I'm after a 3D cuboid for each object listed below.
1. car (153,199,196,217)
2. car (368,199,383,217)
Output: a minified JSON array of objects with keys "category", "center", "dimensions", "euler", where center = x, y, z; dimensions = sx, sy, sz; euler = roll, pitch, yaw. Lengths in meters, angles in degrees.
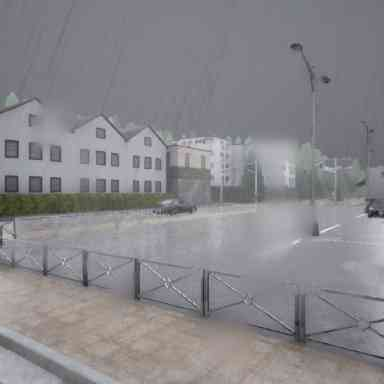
[{"category":"car","center":[-1.496,1.334,29.332],"dimensions":[1.812,1.442,4.674],"euler":[0,0,35]},{"category":"car","center":[15.454,1.298,26.789],"dimensions":[2.007,1.523,4.514],"euler":[0,0,35]}]
